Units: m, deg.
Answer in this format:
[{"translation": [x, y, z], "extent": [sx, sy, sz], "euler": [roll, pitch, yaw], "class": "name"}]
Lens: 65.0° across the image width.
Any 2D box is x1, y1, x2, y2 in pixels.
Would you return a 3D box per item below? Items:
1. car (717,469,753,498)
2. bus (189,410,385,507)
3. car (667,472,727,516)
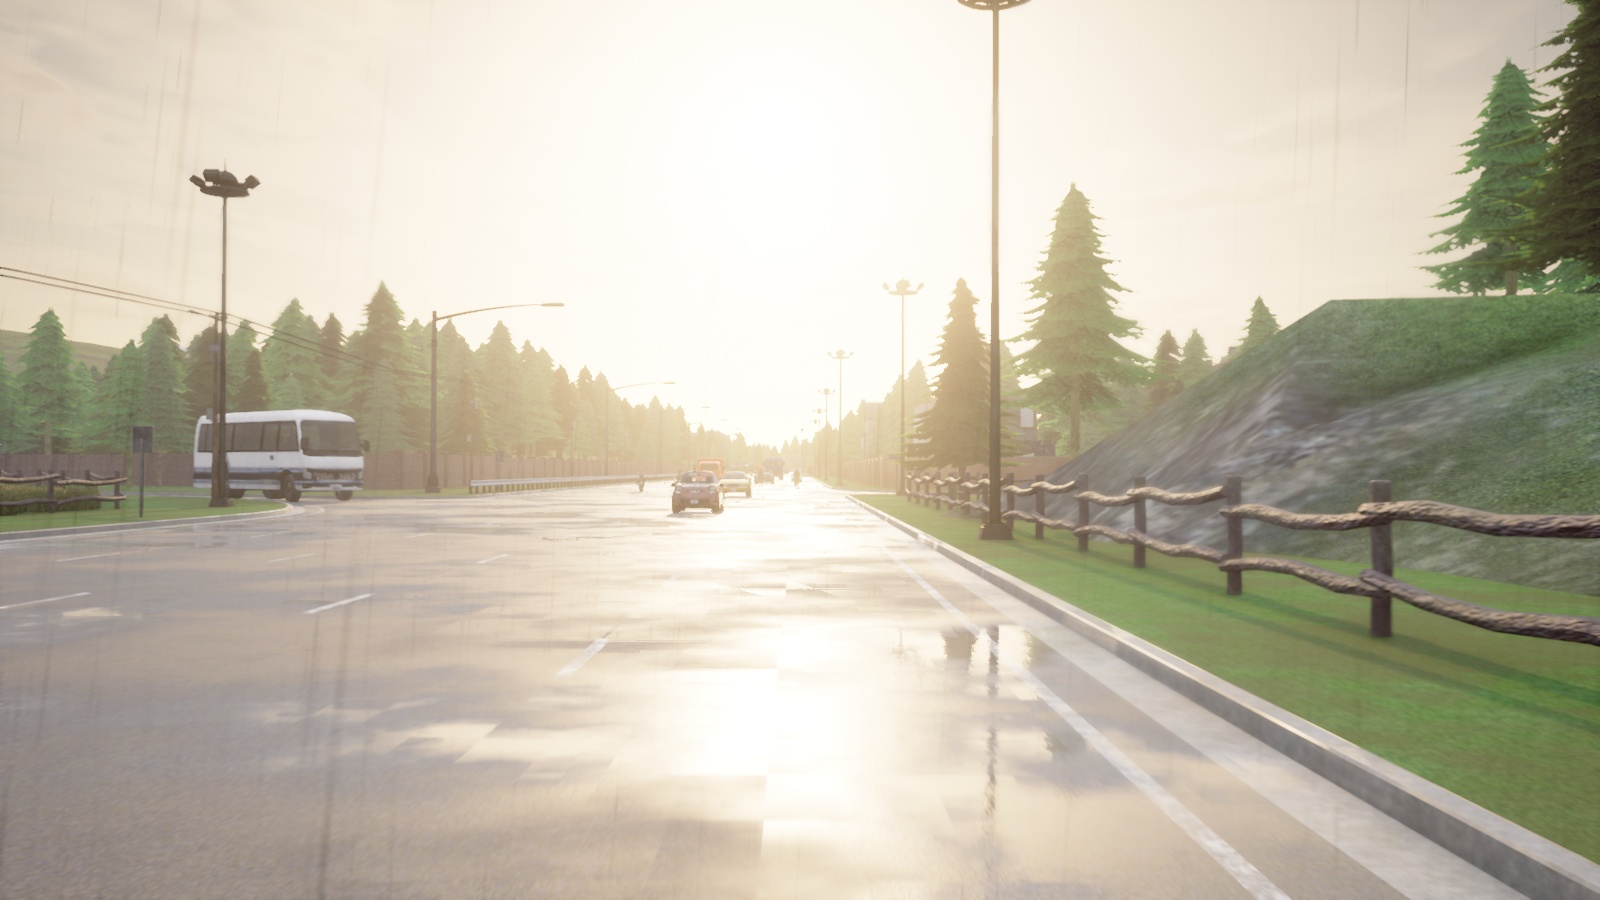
[{"translation": [-3.674, 1.880, 71.943], "extent": [1.801, 1.575, 5.366], "euler": [0, -1, 0], "class": "car"}, {"translation": [-24.592, 0.463, 59.880], "extent": [10.273, 4.253, 3.944], "euler": [-1, -1, 37], "class": "bus"}, {"translation": [-3.608, 1.533, 44.627], "extent": [1.845, 1.501, 3.633], "euler": [0, -1, 0], "class": "car"}]
